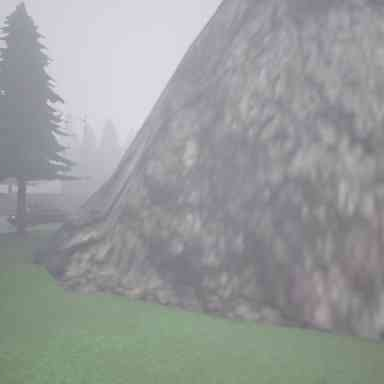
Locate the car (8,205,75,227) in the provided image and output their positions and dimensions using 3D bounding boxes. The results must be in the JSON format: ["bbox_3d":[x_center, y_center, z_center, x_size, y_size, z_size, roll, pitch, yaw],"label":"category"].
[{"bbox_3d":[-10.113,1.549,22.654,1.994,1.385,4.181,0,0,34],"label":"car"}]
